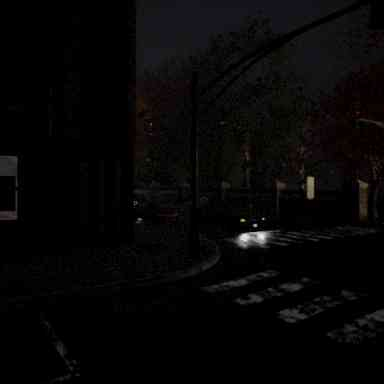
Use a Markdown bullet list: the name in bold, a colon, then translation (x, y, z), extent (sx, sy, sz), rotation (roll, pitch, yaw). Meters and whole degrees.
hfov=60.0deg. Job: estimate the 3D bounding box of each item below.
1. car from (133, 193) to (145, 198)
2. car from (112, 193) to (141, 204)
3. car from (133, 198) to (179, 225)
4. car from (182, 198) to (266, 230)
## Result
- **car**: translation (-5.019, 0.887, 28.951), extent (2.097, 1.767, 4.553), rotation (0, 1, -36)
- **car**: translation (-8.717, 0.852, 43.908), extent (2.008, 1.369, 4.403), rotation (1, 0, -36)
- **car**: translation (-2.480, 1.250, 21.070), extent (1.802, 1.307, 4.206), rotation (2, 0, -36)
- **car**: translation (1.817, 1.293, 19.368), extent (2.033, 1.411, 5.357), rotation (0, 1, -33)
